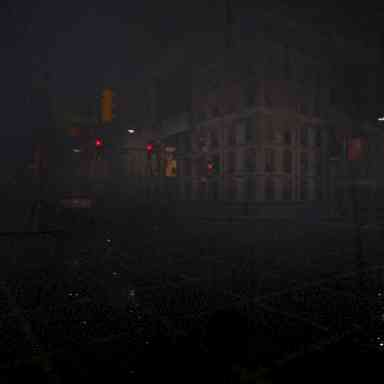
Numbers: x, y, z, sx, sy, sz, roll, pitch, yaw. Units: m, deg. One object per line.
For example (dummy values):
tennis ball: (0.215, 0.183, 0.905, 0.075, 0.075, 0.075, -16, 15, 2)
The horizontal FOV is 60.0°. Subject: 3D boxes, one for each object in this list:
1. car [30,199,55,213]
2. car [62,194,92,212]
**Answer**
car: (-16.497, 1.463, 36.697, 1.882, 1.535, 5.008, 0, 0, -35)
car: (-13.246, 1.199, 38.129, 2.150, 2.045, 5.566, 0, 0, -35)
